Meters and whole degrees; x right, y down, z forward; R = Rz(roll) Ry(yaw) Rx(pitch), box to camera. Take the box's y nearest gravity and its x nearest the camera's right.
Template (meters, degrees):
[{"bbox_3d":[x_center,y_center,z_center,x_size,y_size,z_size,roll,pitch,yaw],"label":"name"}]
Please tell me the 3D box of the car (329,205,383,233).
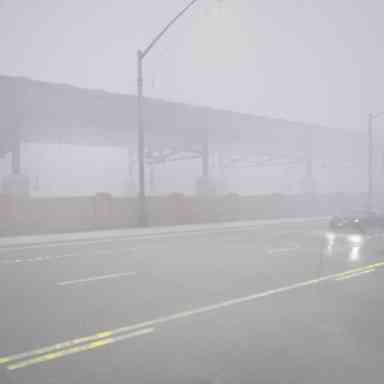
[{"bbox_3d":[10.139,1.540,19.796,4.674,1.442,1.812,0,0,-35],"label":"car"}]
